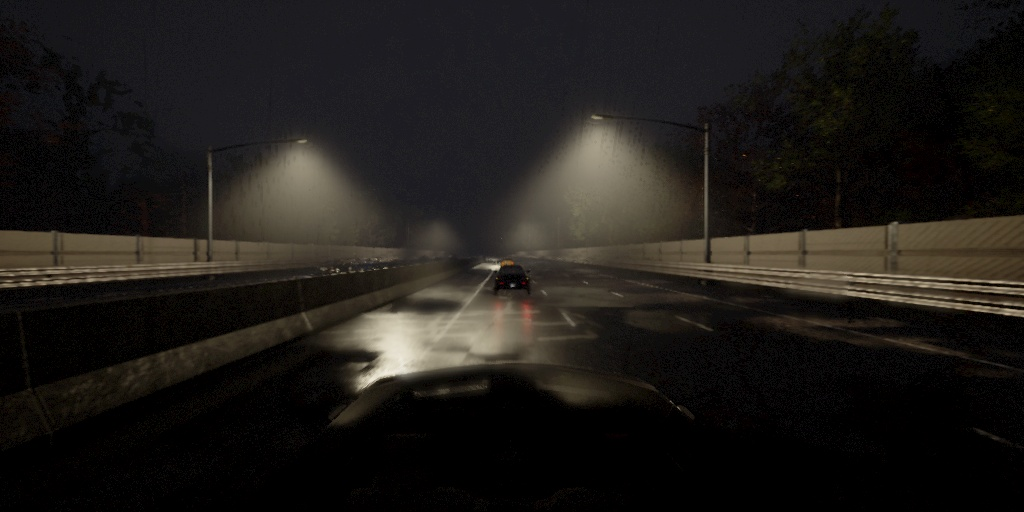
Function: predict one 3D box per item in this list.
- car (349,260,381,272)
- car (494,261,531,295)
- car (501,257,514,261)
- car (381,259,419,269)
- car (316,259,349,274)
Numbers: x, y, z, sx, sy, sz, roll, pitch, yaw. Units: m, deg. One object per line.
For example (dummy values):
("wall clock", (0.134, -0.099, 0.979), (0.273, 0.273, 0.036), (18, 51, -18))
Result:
("car", (-14.422, 1.099, 36.390), (1.994, 1.385, 4.181), (0, 0, -1))
("car", (0.008, 1.164, 18.935), (1.812, 1.442, 4.674), (0, 0, -1))
("car", (-0.632, 0.886, 51.106), (1.801, 1.575, 5.366), (0, 0, -1))
("car", (-10.906, 1.065, 35.327), (1.812, 1.442, 4.674), (0, 0, -1))
("car", (-17.926, 1.041, 36.428), (1.837, 1.490, 4.892), (0, 0, -1))
